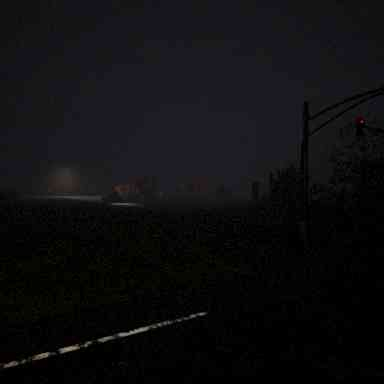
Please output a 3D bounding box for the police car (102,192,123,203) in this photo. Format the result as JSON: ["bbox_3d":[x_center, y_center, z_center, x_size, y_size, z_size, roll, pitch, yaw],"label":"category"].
[{"bbox_3d":[-11.869,0.852,49.751,2.038,1.542,4.974,1,0,-32],"label":"police car"}]
